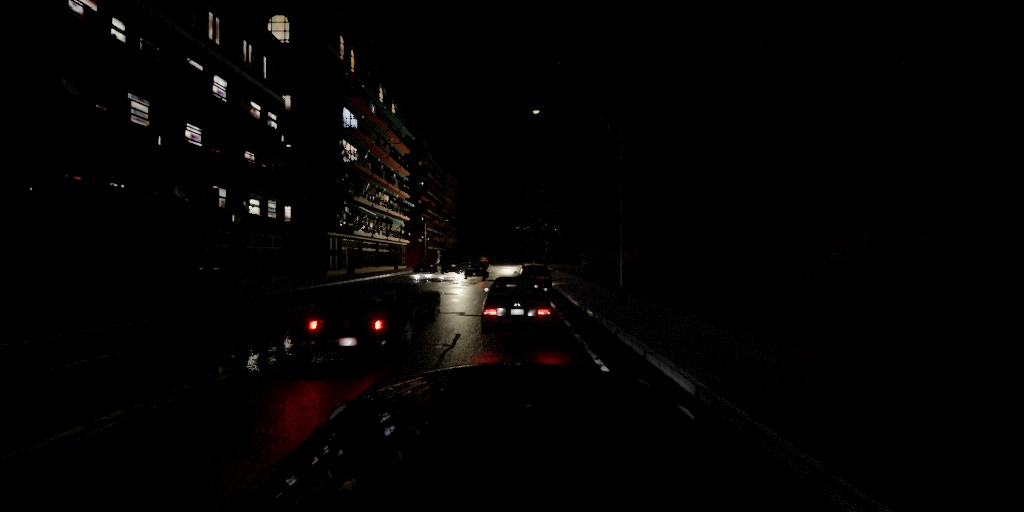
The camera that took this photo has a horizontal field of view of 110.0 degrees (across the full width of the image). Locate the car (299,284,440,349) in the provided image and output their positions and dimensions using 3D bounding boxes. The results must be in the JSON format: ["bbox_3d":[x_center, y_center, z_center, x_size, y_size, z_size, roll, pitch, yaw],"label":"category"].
[{"bbox_3d":[-3.137,1.352,9.099,1.895,1.301,4.718,0,0,0],"label":"car"}]

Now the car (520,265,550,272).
[{"bbox_3d":[1.177,1.259,20.218,1.837,1.490,4.892,0,0,0],"label":"car"}]

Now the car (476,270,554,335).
[{"bbox_3d":[0.120,1.300,10.530,2.033,1.411,5.357,0,0,0],"label":"car"}]

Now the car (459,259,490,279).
[{"bbox_3d":[-3.084,1.248,31.797,2.128,1.511,4.902,0,0,0],"label":"car"}]

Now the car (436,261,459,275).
[{"bbox_3d":[-6.521,1.260,38.960,1.837,1.490,4.892,0,0,0],"label":"car"}]

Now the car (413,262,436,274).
[{"bbox_3d":[-9.765,1.319,40.788,1.994,1.385,4.181,0,0,0],"label":"car"}]
